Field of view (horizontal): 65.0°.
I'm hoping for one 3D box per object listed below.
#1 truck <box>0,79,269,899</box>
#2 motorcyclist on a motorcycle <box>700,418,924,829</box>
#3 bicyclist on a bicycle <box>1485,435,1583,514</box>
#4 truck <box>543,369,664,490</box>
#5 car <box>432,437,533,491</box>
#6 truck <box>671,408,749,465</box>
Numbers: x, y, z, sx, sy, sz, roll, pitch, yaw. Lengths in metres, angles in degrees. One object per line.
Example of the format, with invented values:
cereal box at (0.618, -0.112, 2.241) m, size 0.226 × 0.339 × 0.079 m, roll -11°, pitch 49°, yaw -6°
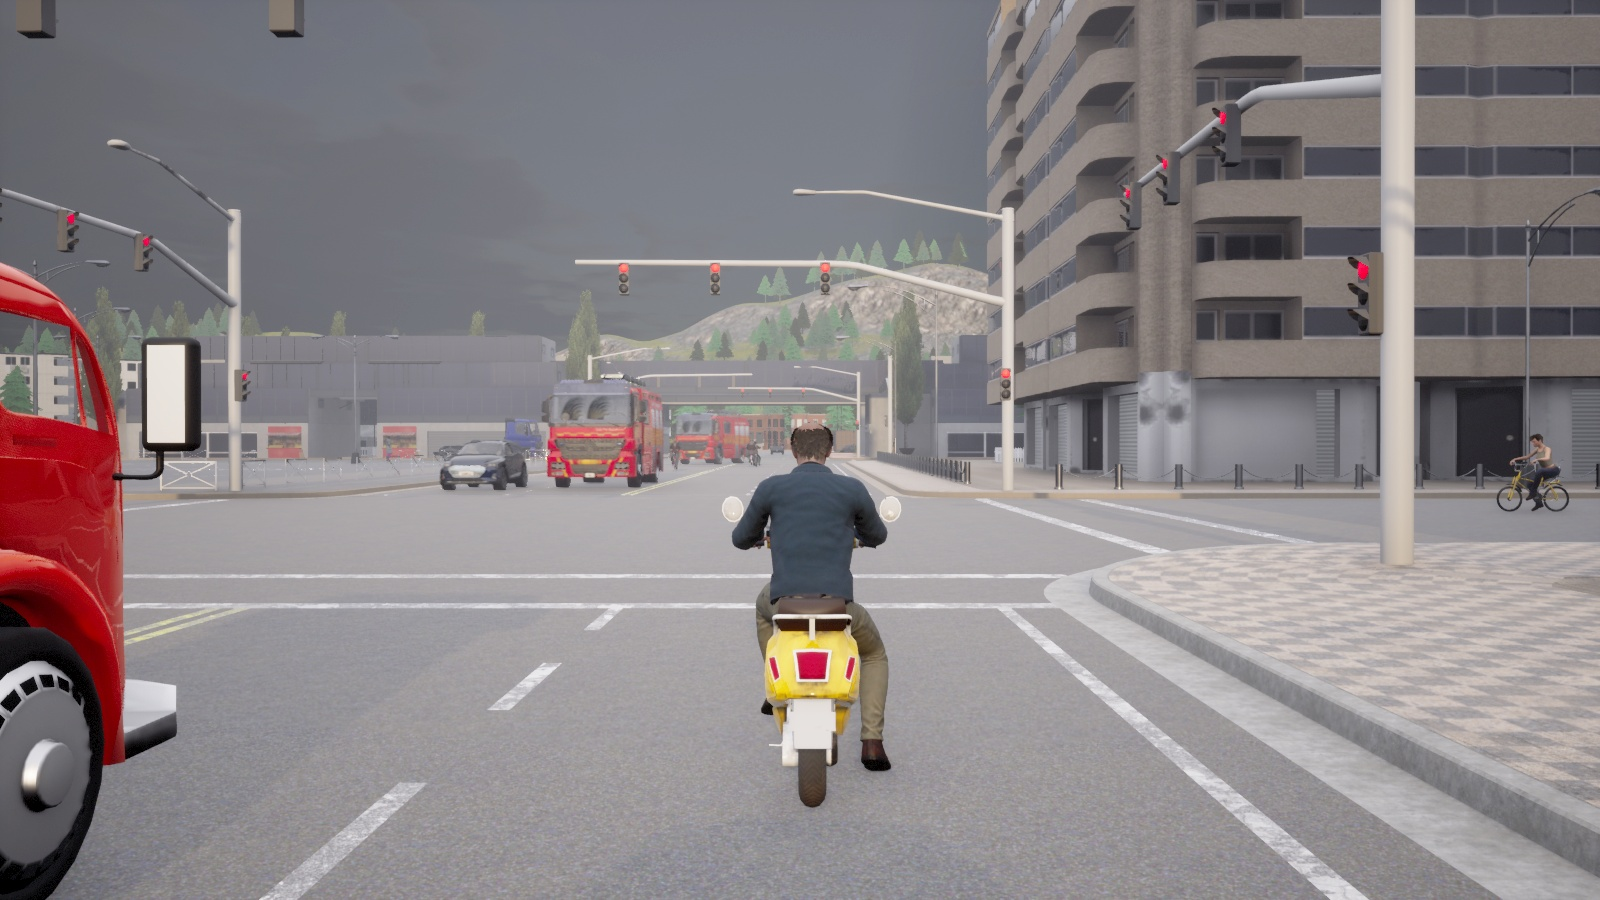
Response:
truck at (-3.468, 0.243, 2.454) m, size 2.627 × 2.467 × 5.204 m, roll 0°, pitch 0°, yaw 0°
motorcyclist on a motorcycle at (0.053, 0.667, 5.772) m, size 0.866 × 1.590 × 1.817 m, roll 0°, pitch 0°, yaw 0°
bicyclist on a bicycle at (15.104, 0.494, 25.880) m, size 1.509 × 1.612 × 0.866 m, roll 0°, pitch 0°, yaw 0°
truck at (-6.696, -0.671, 44.071) m, size 2.891 × 3.827 × 8.468 m, roll 0°, pitch 0°, yaw 0°
car at (-10.219, 0.440, 40.833) m, size 2.033 × 1.649 × 4.856 m, roll 0°, pitch 0°, yaw 0°
truck at (-6.261, -0.925, 89.015) m, size 2.891 × 3.827 × 8.468 m, roll 0°, pitch 0°, yaw 15°
